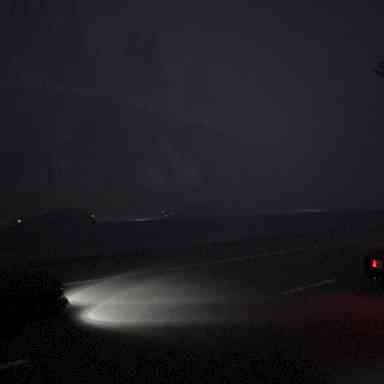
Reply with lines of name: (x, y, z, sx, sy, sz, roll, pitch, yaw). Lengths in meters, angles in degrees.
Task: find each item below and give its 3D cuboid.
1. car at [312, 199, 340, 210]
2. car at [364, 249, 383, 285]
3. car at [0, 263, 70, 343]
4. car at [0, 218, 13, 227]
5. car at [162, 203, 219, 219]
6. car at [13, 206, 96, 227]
car: (19.306, 1.778, 47.881, 4.892, 1.490, 1.837, 0, 0, -35)
car: (6.359, 1.661, 8.296, 4.718, 1.301, 1.895, 0, 0, -36)
car: (-4.681, 1.544, 4.723, 5.357, 1.411, 2.033, 0, 0, -35)
car: (-10.349, 1.608, 13.806, 4.718, 1.301, 1.895, 0, 0, -36)
car: (-0.027, 1.663, 29.789, 5.357, 1.411, 2.033, 0, 0, -36)
car: (-8.104, 1.566, 19.712, 4.674, 1.442, 1.812, 1, 0, -36)
